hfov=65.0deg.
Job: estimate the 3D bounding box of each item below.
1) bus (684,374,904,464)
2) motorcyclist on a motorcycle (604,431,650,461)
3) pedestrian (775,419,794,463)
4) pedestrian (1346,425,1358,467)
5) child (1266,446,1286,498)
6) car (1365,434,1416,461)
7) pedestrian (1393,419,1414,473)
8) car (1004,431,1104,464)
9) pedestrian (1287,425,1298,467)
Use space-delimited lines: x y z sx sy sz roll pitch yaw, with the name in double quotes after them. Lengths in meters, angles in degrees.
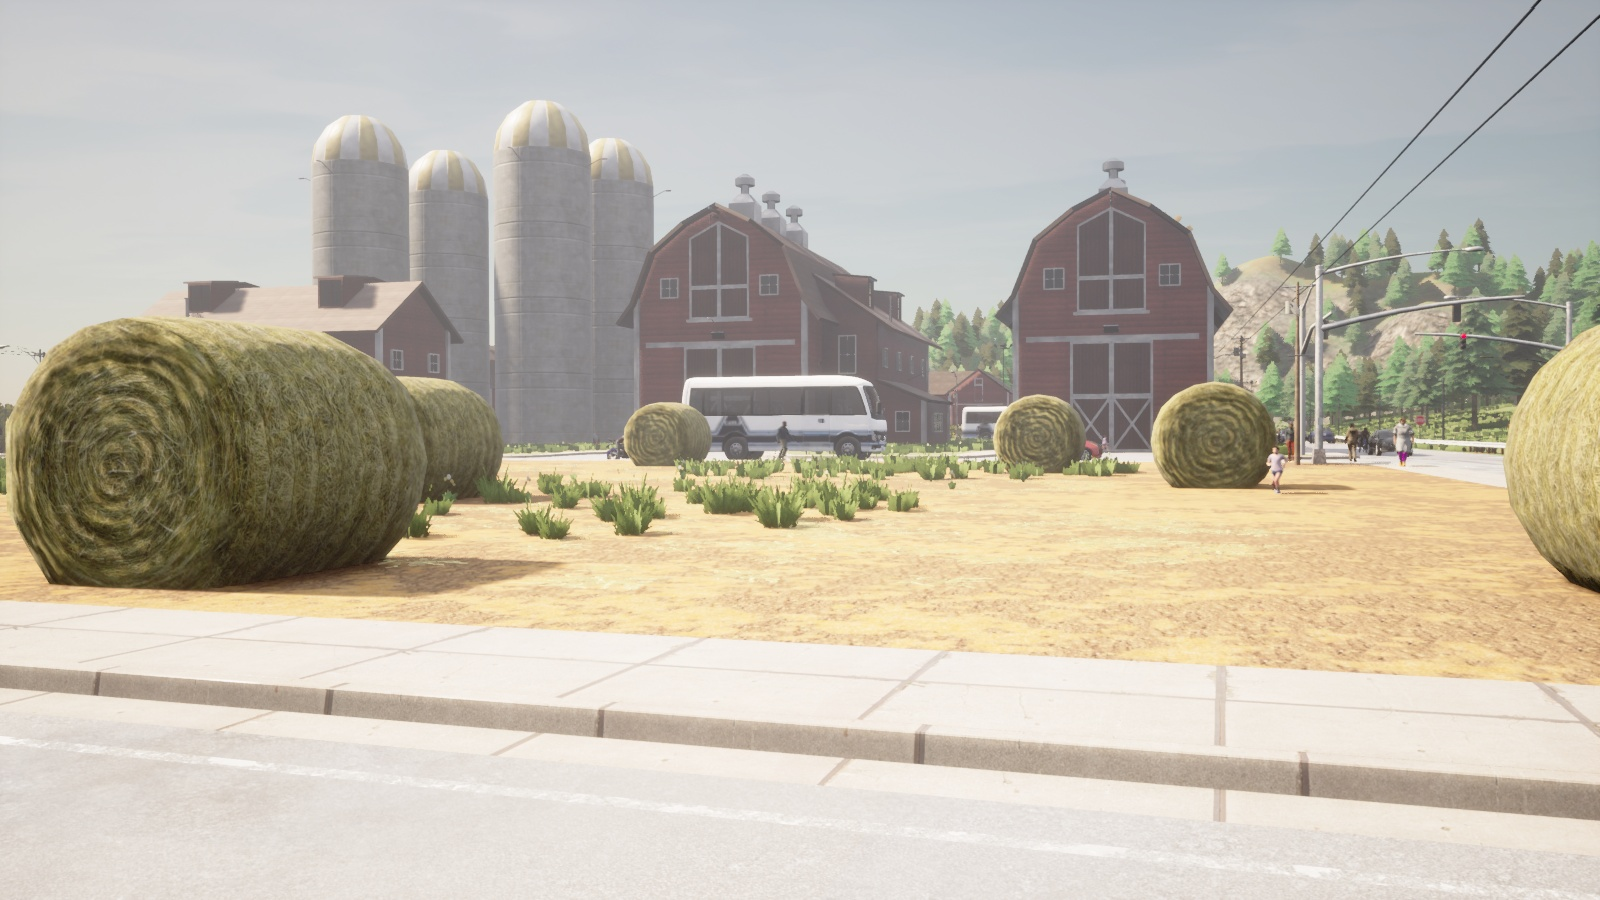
-0.240 -1.542 62.431 10.273 4.253 3.944 0 1 15 "bus"
-8.915 -0.212 64.734 2.191 1.530 0.866 1 1 15 "motorcyclist on a motorcycle"
-0.674 -0.383 53.557 0.726 1.835 0.370 1 1 39 "pedestrian"
25.354 -0.191 57.669 0.396 1.930 0.692 0 1 15 "pedestrian"
10.283 0.476 27.123 0.255 1.110 0.394 1 1 41 "child"
33.967 -0.165 72.361 1.837 1.490 4.892 0 1 16 "car"
22.372 -0.153 46.584 0.659 1.952 0.873 1 1 27 "pedestrian"
11.986 -0.126 59.228 4.514 1.525 2.007 0 1 15 "car"
22.101 -0.183 56.384 0.353 1.847 0.614 0 1 12 "pedestrian"
